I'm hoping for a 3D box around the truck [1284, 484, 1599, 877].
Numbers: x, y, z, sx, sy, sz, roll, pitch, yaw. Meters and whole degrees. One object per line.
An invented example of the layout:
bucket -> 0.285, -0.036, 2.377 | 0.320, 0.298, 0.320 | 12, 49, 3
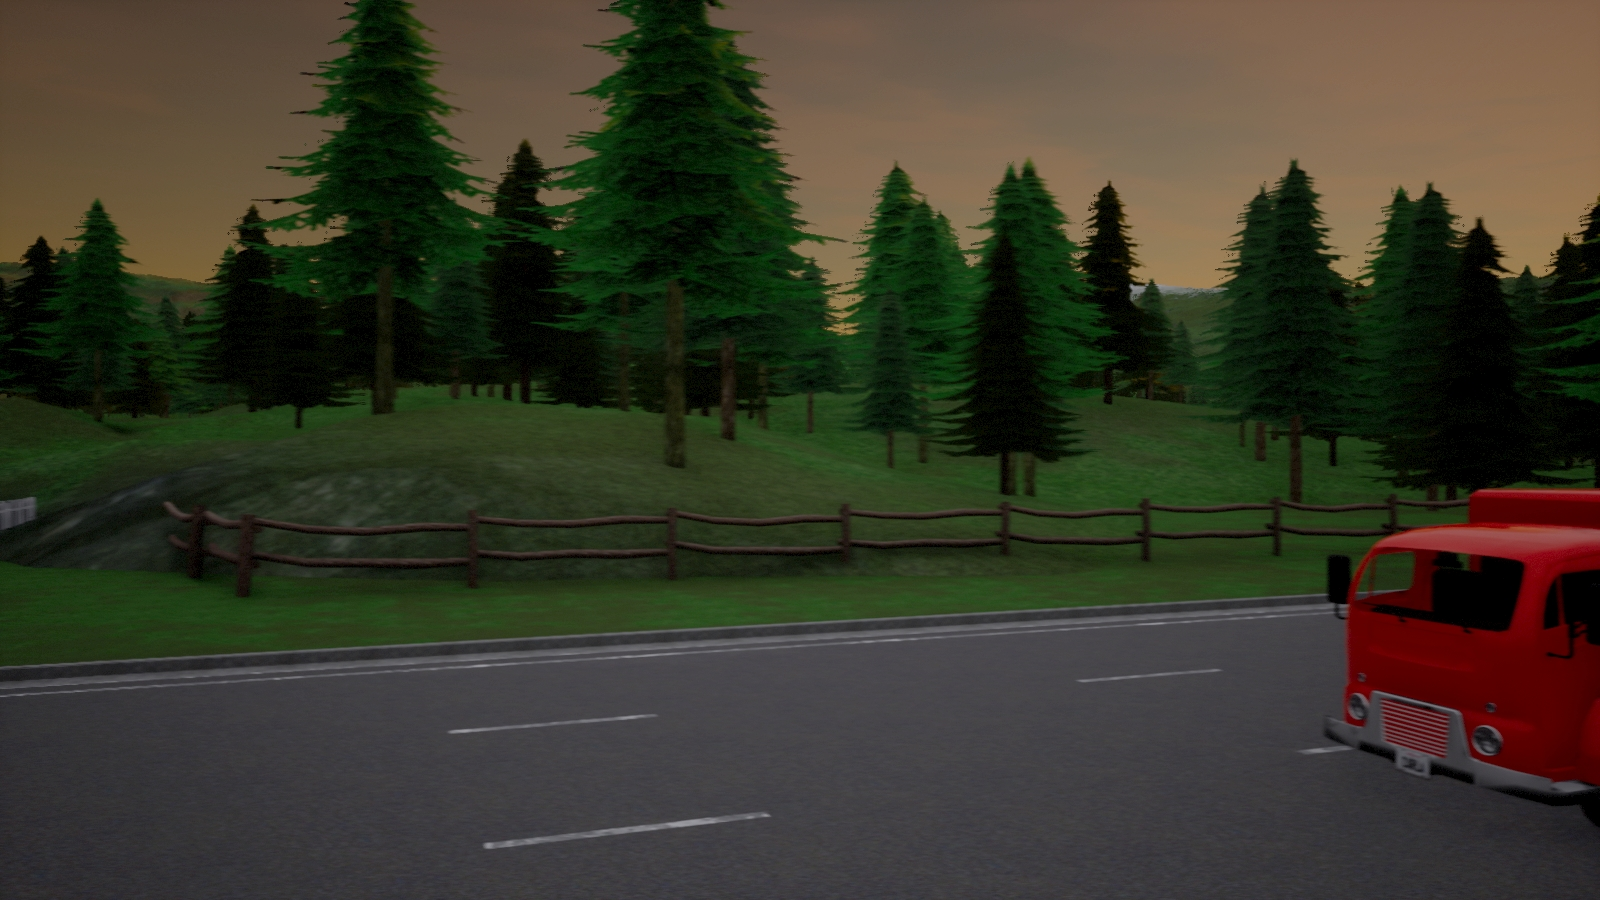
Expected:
truck -> 7.120, 1.570, 9.615 | 5.204, 2.467, 2.627 | 0, 0, -20
